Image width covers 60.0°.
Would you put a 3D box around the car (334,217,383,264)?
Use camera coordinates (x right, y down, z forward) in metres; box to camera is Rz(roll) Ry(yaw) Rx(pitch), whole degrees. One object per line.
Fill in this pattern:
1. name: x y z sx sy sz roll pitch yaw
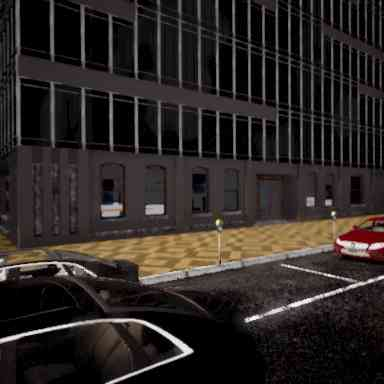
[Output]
1. car: 6.509 1.504 11.156 4.206 1.307 1.802 0 0 -35

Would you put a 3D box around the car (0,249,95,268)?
1. car: -2.781 1.550 4.576 4.403 1.369 2.008 0 0 -35

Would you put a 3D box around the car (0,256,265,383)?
1. car: -1.632 1.506 2.215 4.892 1.490 1.837 0 0 -35
